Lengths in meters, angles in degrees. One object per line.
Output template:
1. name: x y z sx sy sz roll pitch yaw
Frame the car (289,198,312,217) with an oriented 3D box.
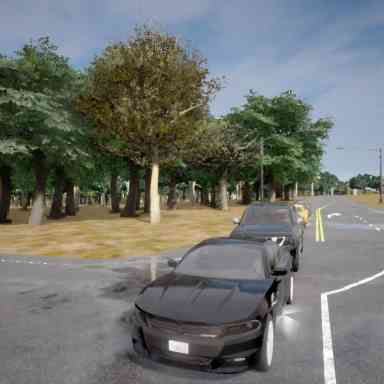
1. car: 11.410 1.562 34.847 2.097 1.767 4.553 -1 0 21

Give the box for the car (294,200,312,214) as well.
1. car: 13.418 1.746 40.052 1.812 1.442 4.674 -1 0 21

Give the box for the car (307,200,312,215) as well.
1. car: 9.370 1.723 29.477 1.812 1.442 4.674 -1 0 21

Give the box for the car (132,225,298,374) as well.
1. car: 0.758 1.612 6.195 1.882 1.535 5.008 -1 -2 21

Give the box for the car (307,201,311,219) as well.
1. car: 7.298 1.663 23.978 1.882 1.535 5.008 -1 0 21

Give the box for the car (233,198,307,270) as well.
1. car: 2.894 1.459 12.330 2.150 2.045 5.566 -2 0 21
